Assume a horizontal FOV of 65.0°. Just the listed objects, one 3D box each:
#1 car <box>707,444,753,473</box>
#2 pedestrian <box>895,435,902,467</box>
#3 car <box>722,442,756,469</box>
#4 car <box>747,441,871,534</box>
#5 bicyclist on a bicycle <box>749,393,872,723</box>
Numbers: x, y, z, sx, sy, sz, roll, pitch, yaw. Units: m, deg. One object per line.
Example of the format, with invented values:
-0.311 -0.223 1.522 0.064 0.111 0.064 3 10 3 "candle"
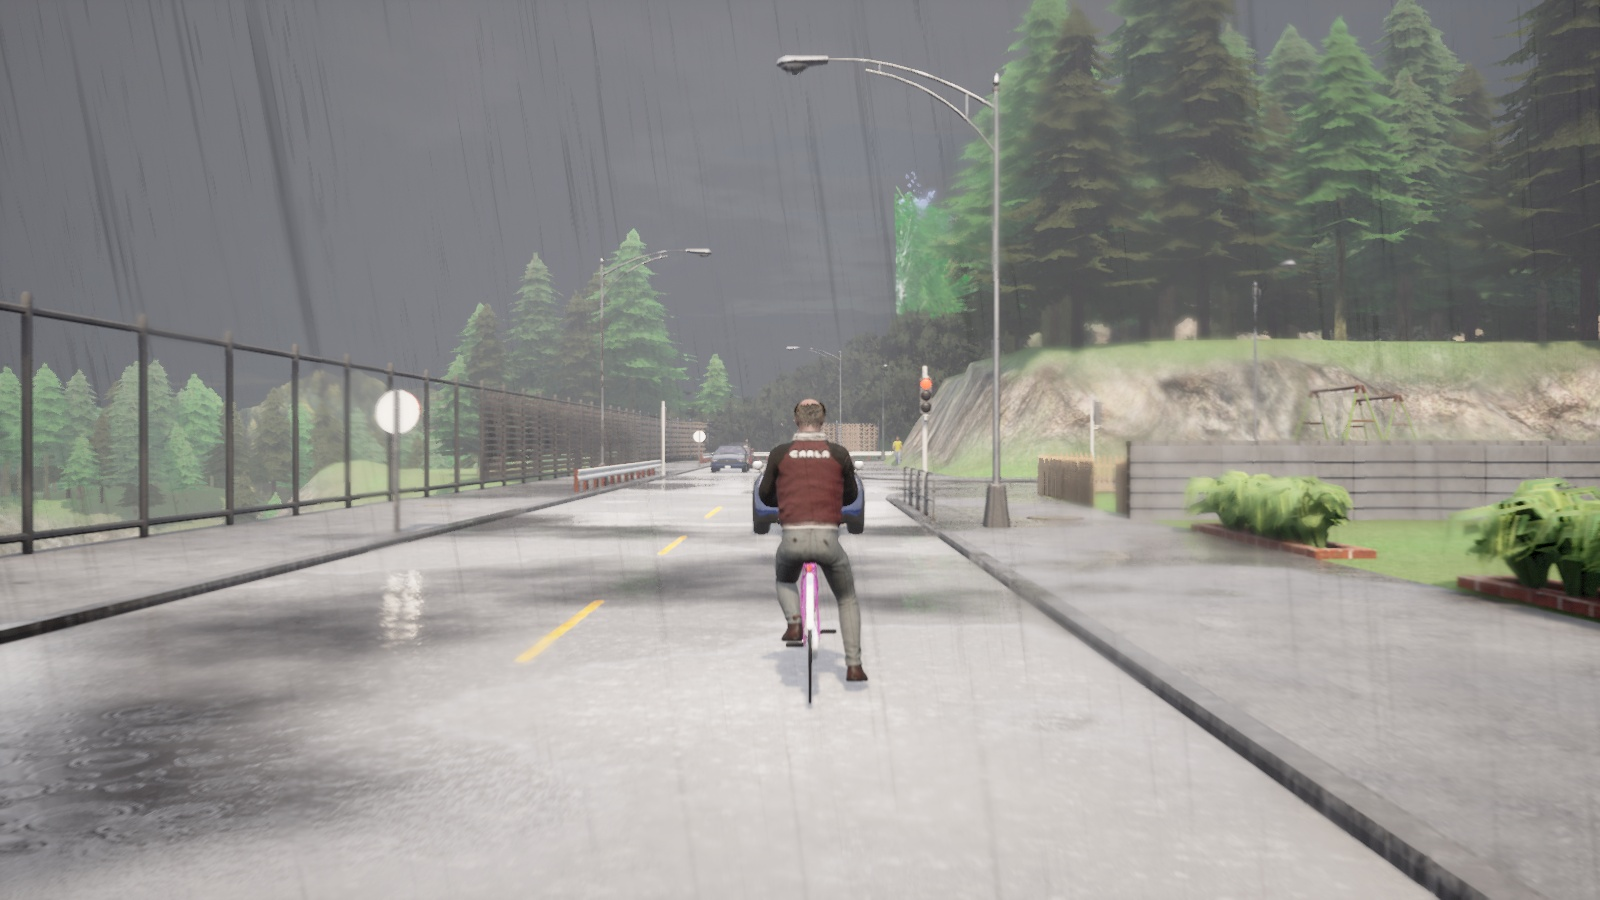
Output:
-3.576 0.424 64.855 2.033 1.411 5.357 0 0 0 "car"
5.711 0.049 72.856 0.354 1.836 0.706 0 0 0 "pedestrian"
-3.559 0.305 73.716 1.789 1.549 3.705 0 0 0 "car"
0.142 0.589 21.819 1.970 1.475 3.806 0 0 0 "car"
0.060 0.574 7.669 0.659 1.776 1.843 0 1 0 "bicyclist on a bicycle"
